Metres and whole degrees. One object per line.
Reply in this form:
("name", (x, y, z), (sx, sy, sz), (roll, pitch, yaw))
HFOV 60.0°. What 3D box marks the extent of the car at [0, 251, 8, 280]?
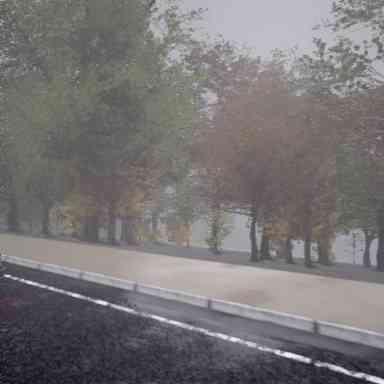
("car", (-6.861, 1.636, 8.577), (5.357, 1.411, 2.033), (-1, 0, 36))
